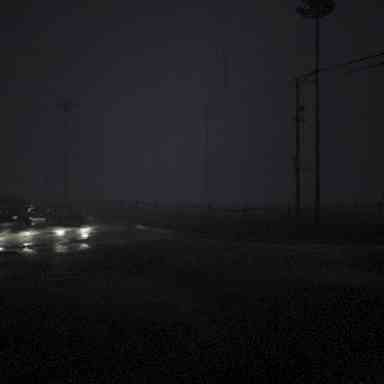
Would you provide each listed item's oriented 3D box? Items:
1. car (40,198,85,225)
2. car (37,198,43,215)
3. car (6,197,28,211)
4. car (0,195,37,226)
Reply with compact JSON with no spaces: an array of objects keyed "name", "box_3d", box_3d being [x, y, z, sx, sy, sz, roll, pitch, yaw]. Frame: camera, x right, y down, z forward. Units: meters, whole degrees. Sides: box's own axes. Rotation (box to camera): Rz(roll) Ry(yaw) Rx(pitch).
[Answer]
[{"name":"car","box_3d":[-9.354,1.474,24.333,1.882,1.535,5.008,0,0,-36]},{"name":"car","box_3d":[-14.769,1.349,31.819,2.097,1.767,4.553,0,0,-36]},{"name":"car","box_3d":[-22.255,1.475,42.183,1.882,1.535,5.008,0,0,-36]},{"name":"car","box_3d":[-12.503,1.220,22.718,2.150,2.045,5.566,0,0,-36]}]
